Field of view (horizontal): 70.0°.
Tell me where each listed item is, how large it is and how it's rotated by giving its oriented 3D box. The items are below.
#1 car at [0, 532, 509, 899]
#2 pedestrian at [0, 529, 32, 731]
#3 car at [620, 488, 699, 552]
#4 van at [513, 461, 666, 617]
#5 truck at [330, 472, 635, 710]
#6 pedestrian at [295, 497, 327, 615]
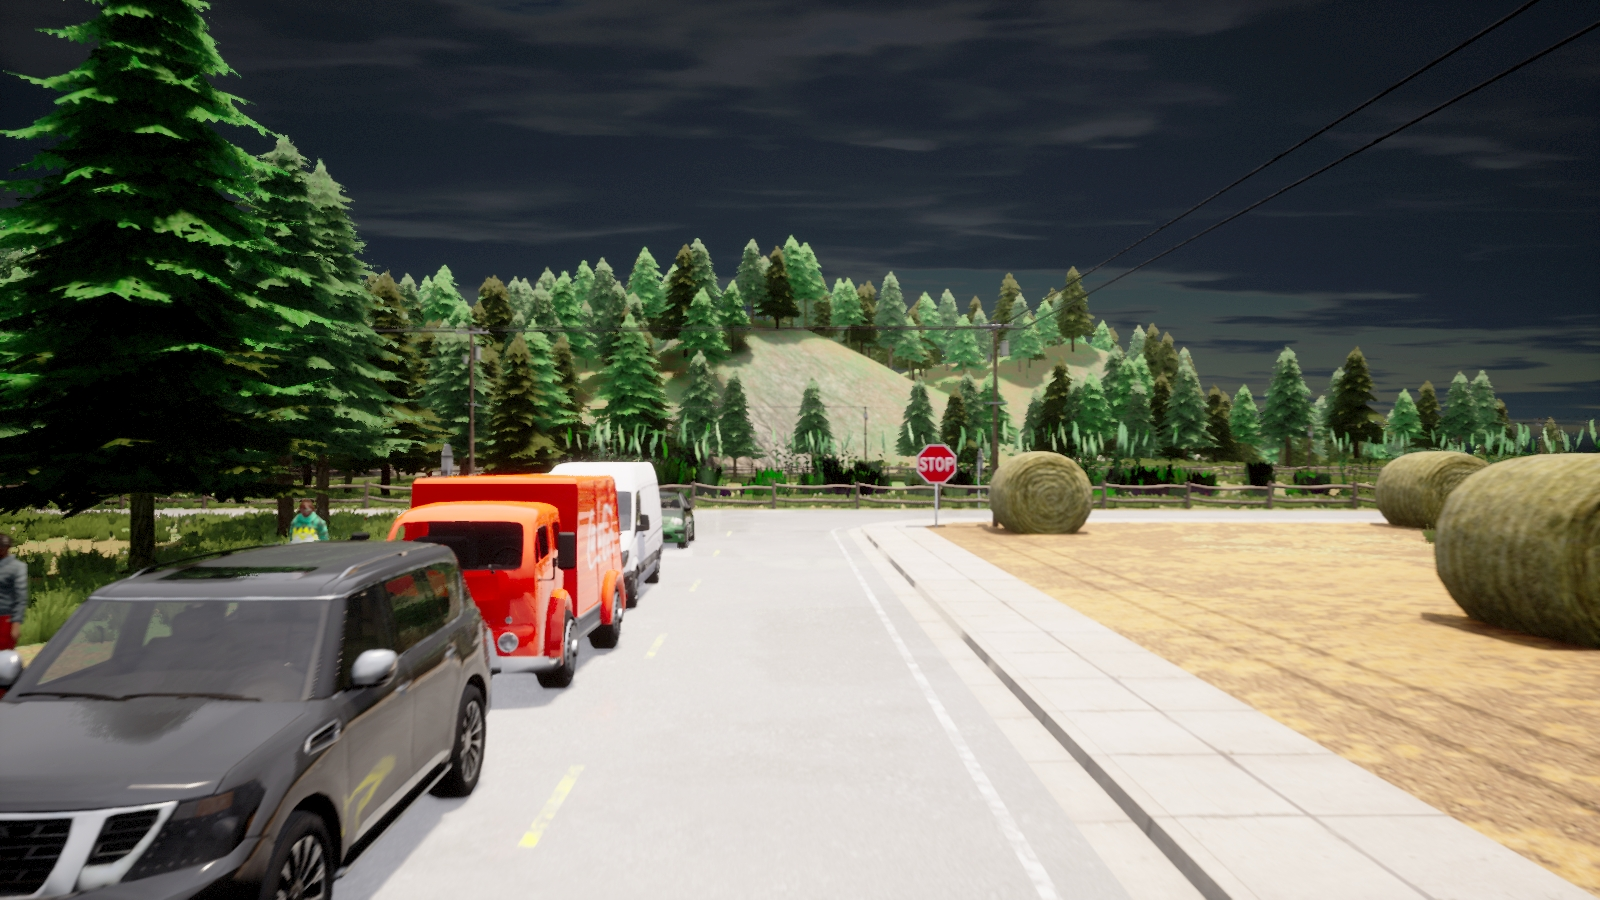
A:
[{"bbox_3d":[-3.715,1.780,7.738,2.150,2.045,5.566,0,0,-1],"label":"car"},{"bbox_3d":[-7.604,1.696,10.849,0.375,1.860,0.375,0,0,21],"label":"pedestrian"},{"bbox_3d":[-4.051,2.000,33.504,1.851,1.617,3.988,0,0,-1],"label":"car"},{"bbox_3d":[-3.903,1.535,22.293,1.988,2.561,5.915,0,0,-1],"label":"van"},{"bbox_3d":[-3.799,1.568,14.943,2.627,2.467,5.204,0,0,-1],"label":"truck"},{"bbox_3d":[-7.871,1.695,18.394,0.375,1.860,0.375,0,0,-2],"label":"pedestrian"}]
